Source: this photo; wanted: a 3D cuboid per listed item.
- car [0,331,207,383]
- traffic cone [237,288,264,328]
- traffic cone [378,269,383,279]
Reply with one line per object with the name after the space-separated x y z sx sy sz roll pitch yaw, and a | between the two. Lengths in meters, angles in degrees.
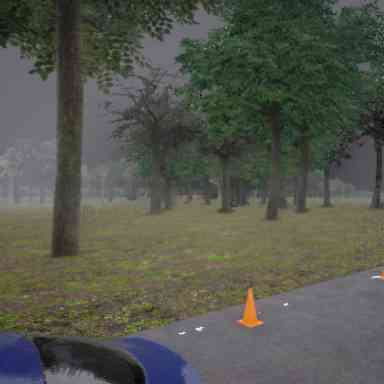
-1.894 1.525 1.218 4.674 1.442 1.812 0 0 -35 | car
1.004 1.957 5.723 0.340 0.580 0.340 0 0 -36 | traffic cone
5.074 1.956 8.627 0.340 0.580 0.340 0 0 -36 | traffic cone
